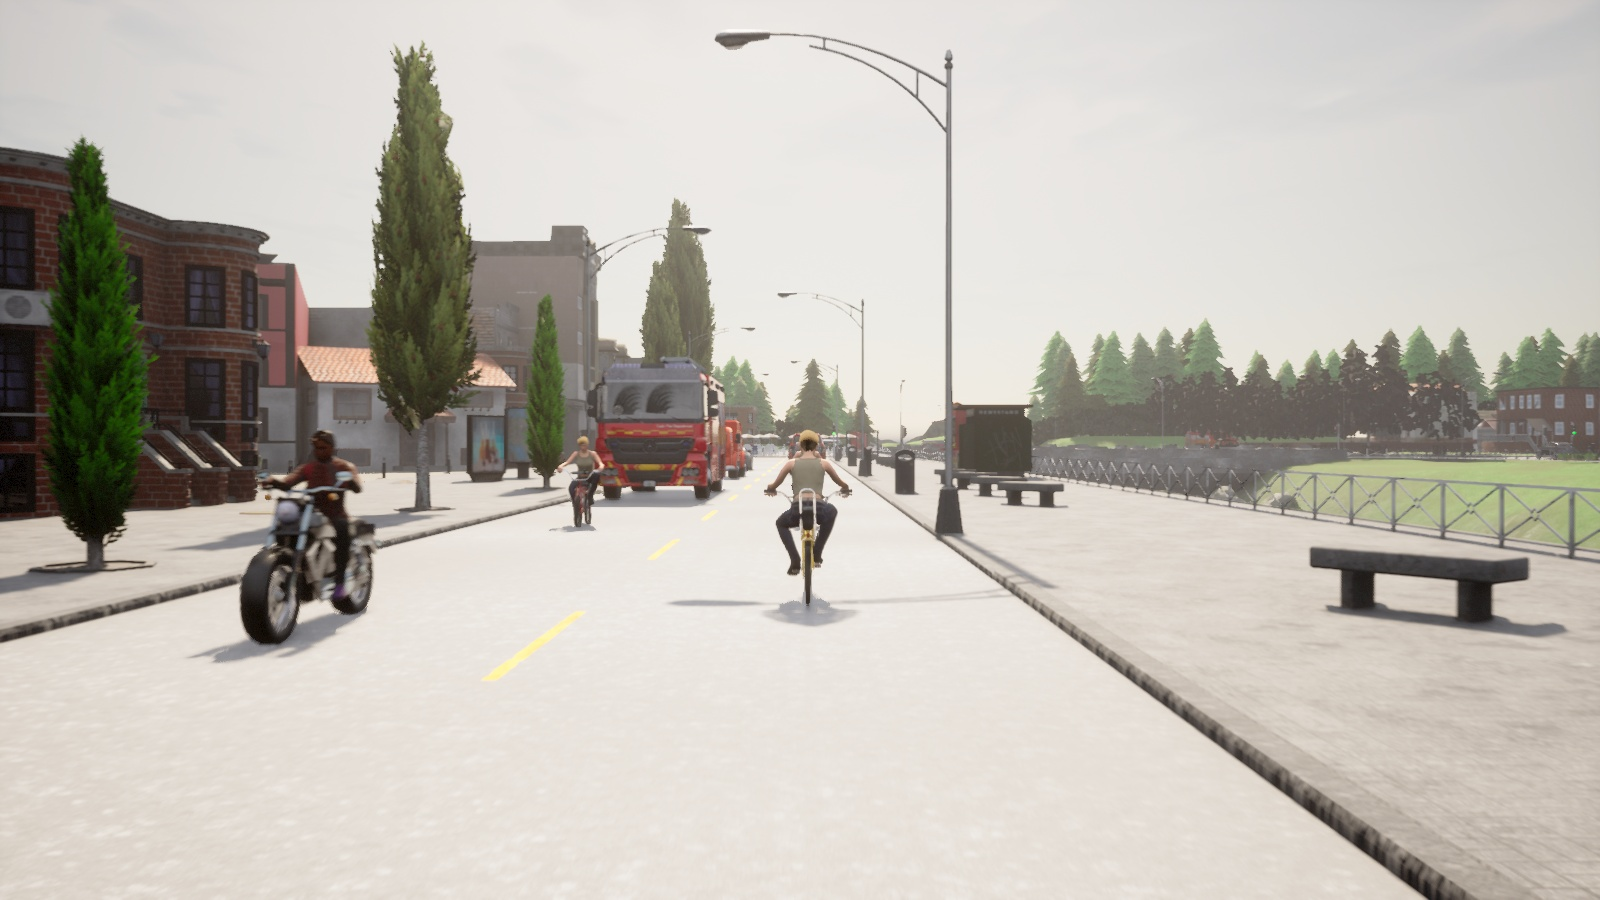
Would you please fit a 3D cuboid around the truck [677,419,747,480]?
[{"bbox_3d":[-3.686,-0.046,53.667,2.627,2.467,5.204,0,0,0],"label":"truck"}]

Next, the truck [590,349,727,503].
[{"bbox_3d":[-3.787,-0.622,35.586,2.891,3.827,8.468,0,0,0],"label":"truck"}]

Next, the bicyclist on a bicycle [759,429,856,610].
[{"bbox_3d":[0.077,0.616,11.965,0.866,1.612,1.509,0,0,1],"label":"bicyclist on a bicycle"}]

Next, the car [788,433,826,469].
[{"bbox_3d":[0.424,0.050,73.771,2.150,2.045,5.566,0,0,0],"label":"car"}]

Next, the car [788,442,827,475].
[{"bbox_3d":[0.347,0.388,59.891,1.789,1.549,3.705,0,0,0],"label":"car"}]

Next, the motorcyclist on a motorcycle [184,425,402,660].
[{"bbox_3d":[-3.928,0.637,9.987,0.766,1.649,2.350,0,0,0],"label":"motorcyclist on a motorcycle"}]

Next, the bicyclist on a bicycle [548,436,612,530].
[{"bbox_3d":[-3.861,0.555,22.169,0.866,1.612,1.509,0,0,0],"label":"bicyclist on a bicycle"}]
